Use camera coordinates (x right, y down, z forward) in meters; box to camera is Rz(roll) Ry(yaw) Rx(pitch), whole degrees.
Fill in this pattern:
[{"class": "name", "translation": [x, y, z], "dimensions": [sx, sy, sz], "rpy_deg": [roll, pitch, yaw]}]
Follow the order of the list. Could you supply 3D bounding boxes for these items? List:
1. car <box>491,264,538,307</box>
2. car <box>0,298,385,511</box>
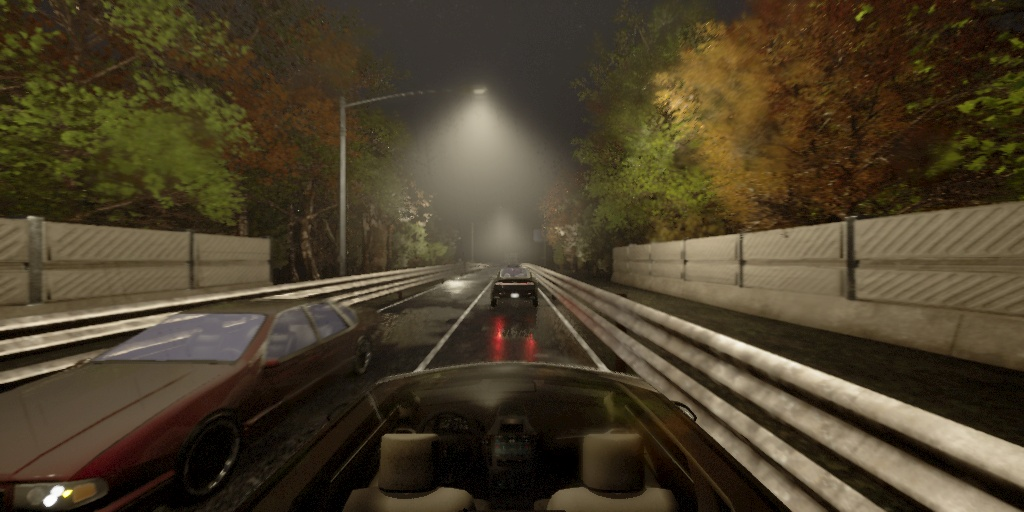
[{"class": "car", "translation": [0.107, 1.256, 15.693], "dimensions": [2.128, 1.511, 4.902], "rpy_deg": [0, 0, 0]}, {"class": "car", "translation": [-3.350, 1.298, 4.617], "dimensions": [2.033, 1.411, 5.357], "rpy_deg": [0, 0, 0]}]
